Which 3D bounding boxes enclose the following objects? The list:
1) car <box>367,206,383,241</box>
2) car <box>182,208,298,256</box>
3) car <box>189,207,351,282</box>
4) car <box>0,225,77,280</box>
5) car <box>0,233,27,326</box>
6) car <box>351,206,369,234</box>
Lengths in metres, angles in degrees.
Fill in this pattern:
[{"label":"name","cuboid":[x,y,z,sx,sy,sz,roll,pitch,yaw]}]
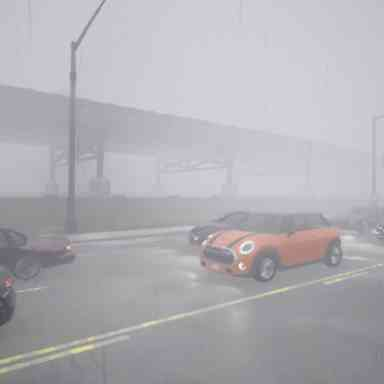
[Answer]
[{"label":"car","cuboid":[10.521,1.517,15.655,4.892,1.490,1.837,0,0,-35]},{"label":"car","cuboid":[2.132,1.532,14.005,4.892,1.490,1.837,0,0,-35]},{"label":"car","cuboid":[2.444,1.373,9.958,4.553,1.767,2.097,0,0,-35]},{"label":"car","cuboid":[-5.808,1.559,8.433,5.357,1.411,2.033,0,0,-35]},{"label":"car","cuboid":[-4.891,1.567,4.789,4.181,1.385,1.994,0,0,-35]},{"label":"car","cuboid":[10.180,1.554,19.709,5.357,1.411,2.033,0,0,-35]}]
